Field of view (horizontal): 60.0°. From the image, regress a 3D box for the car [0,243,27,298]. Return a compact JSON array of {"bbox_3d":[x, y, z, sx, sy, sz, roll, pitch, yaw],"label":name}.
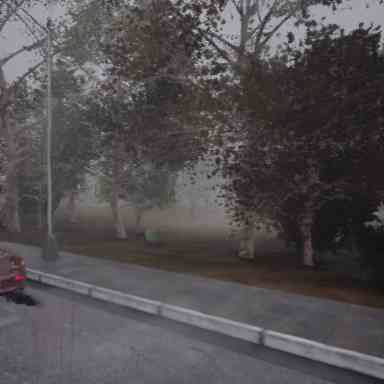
[{"bbox_3d":[-5.400,1.521,7.223,4.674,1.442,1.812,0,0,36],"label":"car"}]
